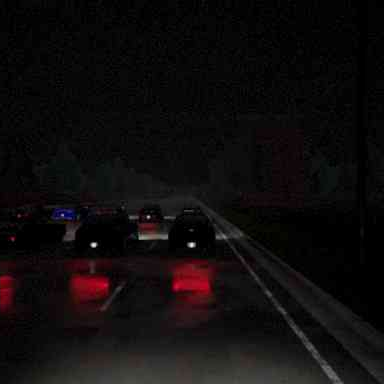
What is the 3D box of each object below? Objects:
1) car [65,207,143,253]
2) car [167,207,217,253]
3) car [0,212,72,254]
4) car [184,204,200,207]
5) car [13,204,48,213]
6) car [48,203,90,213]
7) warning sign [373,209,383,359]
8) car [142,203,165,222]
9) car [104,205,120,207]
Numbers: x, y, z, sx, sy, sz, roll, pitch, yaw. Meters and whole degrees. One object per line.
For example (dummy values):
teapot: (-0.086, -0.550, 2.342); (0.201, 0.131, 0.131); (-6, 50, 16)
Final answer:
car: (-3.503, 1.641, 14.304); (1.837, 1.490, 4.892); (0, 0, 0)
car: (-0.003, 1.641, 14.305); (1.837, 1.490, 4.892); (0, 0, 0)
car: (-7.005, 1.732, 14.098); (1.895, 1.301, 4.718); (0, 0, 0)
car: (-0.009, 1.764, 29.291); (2.128, 1.511, 4.902); (0, 0, 0)
car: (-14.008, 1.798, 29.369); (1.812, 1.442, 4.674); (0, 0, 0)
car: (-10.508, 1.751, 29.468); (1.882, 1.535, 5.008); (0, 0, 0)
warning sign: (3.048, 1.152, 3.869); (1.300, 1.860, 1.060); (0, -1, 0)
car: (-3.510, 1.779, 29.295); (1.837, 1.490, 4.892); (0, 0, 0)
car: (-7.009, 1.836, 29.255); (1.994, 1.385, 4.181); (0, 0, 0)
